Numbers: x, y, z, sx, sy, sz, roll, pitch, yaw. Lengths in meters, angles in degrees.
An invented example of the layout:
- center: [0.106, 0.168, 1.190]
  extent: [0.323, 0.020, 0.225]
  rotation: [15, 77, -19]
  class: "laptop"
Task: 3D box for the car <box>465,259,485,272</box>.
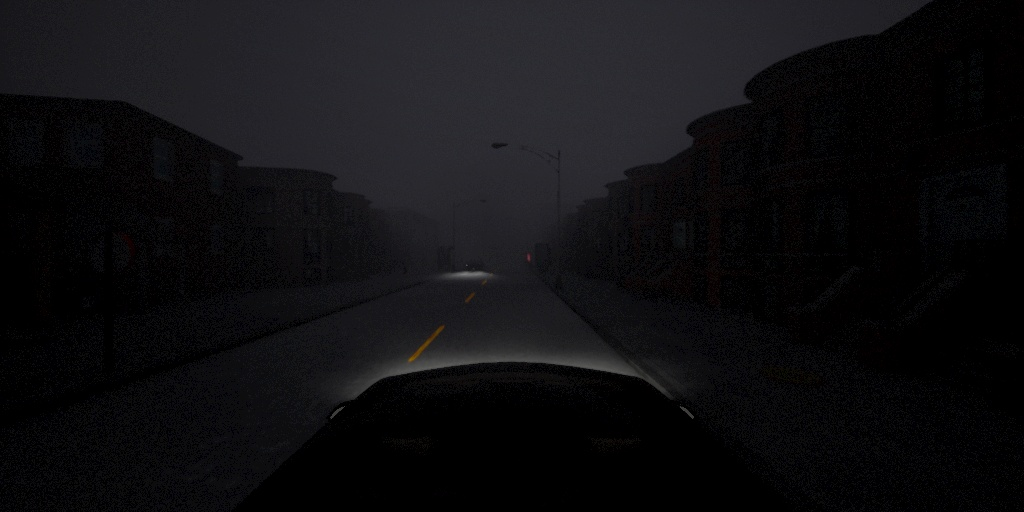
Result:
- center: [-4.085, 1.036, 40.336]
  extent: [1.895, 1.301, 4.718]
  rotation: [0, 0, 0]
  class: "car"
